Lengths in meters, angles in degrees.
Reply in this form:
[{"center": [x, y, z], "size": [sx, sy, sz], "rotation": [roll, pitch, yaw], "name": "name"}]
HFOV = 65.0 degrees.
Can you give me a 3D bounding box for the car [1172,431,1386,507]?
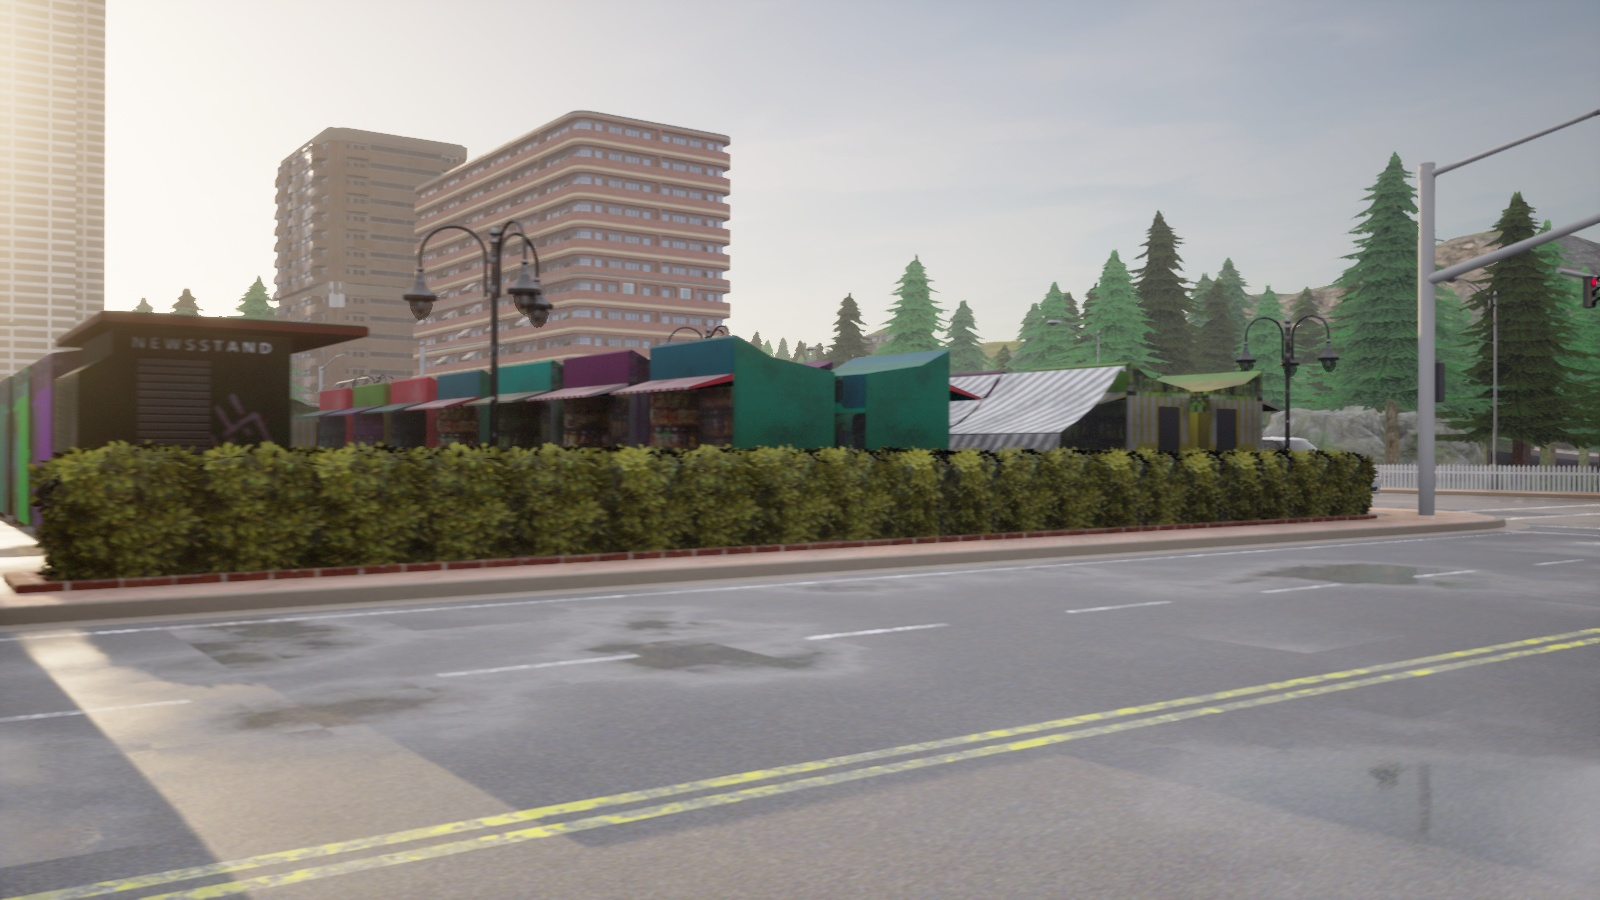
[{"center": [13.866, 0.524, 36.688], "size": [2.150, 2.045, 5.566], "rotation": [0, 0, -36], "name": "car"}]
